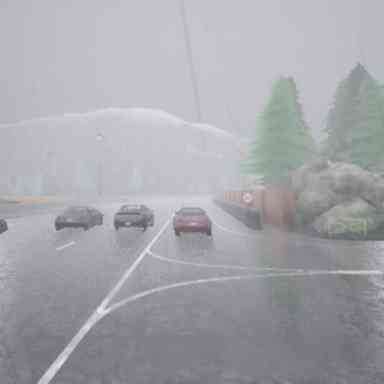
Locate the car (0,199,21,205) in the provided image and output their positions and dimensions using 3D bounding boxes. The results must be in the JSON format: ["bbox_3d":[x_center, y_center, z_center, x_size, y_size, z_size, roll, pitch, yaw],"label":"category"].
[{"bbox_3d":[-24.574,1.563,43.642,1.895,1.301,4.718,0,0,0],"label":"car"}]

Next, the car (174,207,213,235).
[{"bbox_3d":[0.007,1.548,18.641,1.994,1.385,4.181,0,0,-3],"label":"car"}]

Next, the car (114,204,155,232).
[{"bbox_3d":[-3.399,1.474,20.127,2.128,1.511,4.902,0,0,0],"label":"car"}]

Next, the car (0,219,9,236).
[{"bbox_3d":[-10.398,1.535,14.791,2.033,1.411,5.357,0,0,0],"label":"car"}]

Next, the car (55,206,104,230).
[{"bbox_3d":[-6.897,1.546,20.779,1.994,1.385,4.181,0,0,0],"label":"car"}]
